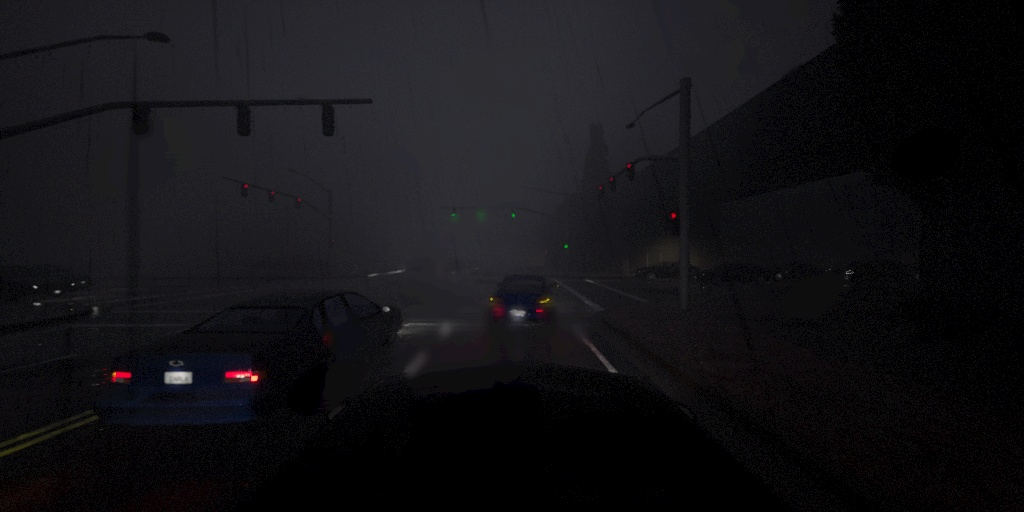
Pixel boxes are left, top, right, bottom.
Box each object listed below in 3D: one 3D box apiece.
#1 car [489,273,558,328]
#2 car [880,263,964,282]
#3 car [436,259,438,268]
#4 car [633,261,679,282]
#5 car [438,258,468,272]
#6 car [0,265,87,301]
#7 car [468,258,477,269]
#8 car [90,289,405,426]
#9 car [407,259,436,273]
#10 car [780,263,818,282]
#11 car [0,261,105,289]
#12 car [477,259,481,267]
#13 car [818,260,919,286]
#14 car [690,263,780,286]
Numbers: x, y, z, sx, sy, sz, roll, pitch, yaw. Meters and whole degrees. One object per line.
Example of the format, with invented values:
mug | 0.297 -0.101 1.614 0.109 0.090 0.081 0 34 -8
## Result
car | 0.434 1.250 11.191 1.812 1.442 4.674 0 0 6
car | 31.661 1.241 27.788 4.181 1.385 1.994 0 0 1
car | -10.495 1.121 51.167 1.837 1.490 4.892 0 0 1
car | 11.964 1.170 27.886 4.902 1.511 2.128 0 0 0
car | -7.164 1.127 43.871 2.128 1.511 4.902 0 0 1
car | -23.474 1.259 16.428 5.357 1.411 2.033 0 0 0
car | -6.934 1.087 53.413 1.882 1.535 5.008 0 0 2
car | -3.458 1.286 6.185 2.033 1.411 5.357 0 0 -1
car | -10.702 1.119 41.829 1.882 1.535 5.008 0 0 1
car | 21.702 1.225 27.844 5.357 1.411 2.033 0 0 0
car | -26.253 1.207 19.920 4.892 1.490 1.837 0 0 0
car | -6.611 1.184 63.381 1.895 1.301 4.718 0 0 2
car | 24.094 1.039 24.332 4.553 1.767 2.097 0 0 0
car | 14.888 1.192 24.373 4.892 1.490 1.837 0 0 0
